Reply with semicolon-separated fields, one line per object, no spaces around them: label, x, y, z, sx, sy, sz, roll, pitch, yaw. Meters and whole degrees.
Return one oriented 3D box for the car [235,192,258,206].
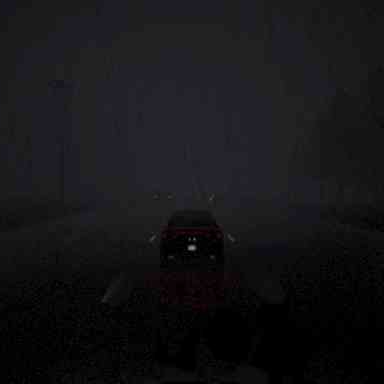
car;7.006;1.064;41.870;1.994;1.385;4.181;0;1;0

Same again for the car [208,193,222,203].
car;3.509;0.905;51.999;1.812;1.442;4.674;0;1;0

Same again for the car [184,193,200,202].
car;0.006;1.063;41.949;1.994;1.385;4.181;0;1;0

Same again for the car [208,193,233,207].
car;3.506;0.996;41.508;2.128;1.511;4.902;0;1;0

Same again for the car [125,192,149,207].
car;-6.994;1.053;41.383;2.033;1.411;5.357;0;1;0

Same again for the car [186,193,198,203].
car;0.009;0.885;51.982;1.837;1.490;4.892;0;1;0

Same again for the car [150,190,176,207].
car;-3.494;0.727;41.386;2.150;2.045;5.566;0;1;0

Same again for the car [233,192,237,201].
car;7.007;0.733;51.881;2.097;1.767;4.553;0;1;0

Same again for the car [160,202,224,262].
car;0.002;1.339;11.551;1.882;1.535;5.008;0;1;0
